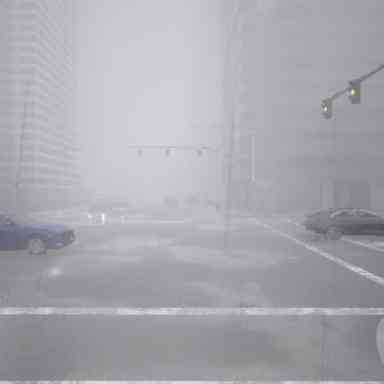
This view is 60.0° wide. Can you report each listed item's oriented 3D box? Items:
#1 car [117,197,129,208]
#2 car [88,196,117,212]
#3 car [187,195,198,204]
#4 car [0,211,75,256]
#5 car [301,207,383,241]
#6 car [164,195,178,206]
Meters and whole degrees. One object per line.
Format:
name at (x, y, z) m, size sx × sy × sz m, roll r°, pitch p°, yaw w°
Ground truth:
car at (-10.630, 1.525, 49.627) m, size 1.812 × 1.442 × 4.674 m, roll 0°, pitch 0°, yaw 0°
car at (-10.632, 1.505, 39.367) m, size 1.837 × 1.490 × 4.892 m, roll 0°, pitch 0°, yaw 0°
car at (0.050, 1.351, 63.498) m, size 2.097 × 1.767 × 4.553 m, roll 0°, pitch 0°, yaw 0°
car at (-7.040, 1.477, 12.544) m, size 5.008 × 1.535 × 1.882 m, roll 0°, pitch 0°, yaw 0°
car at (7.813, 1.491, 15.977) m, size 4.902 × 1.511 × 2.128 m, roll 0°, pitch 0°, yaw 0°
car at (-3.451, 1.352, 54.656) m, size 2.097 × 1.767 × 4.553 m, roll 0°, pitch 0°, yaw 0°
